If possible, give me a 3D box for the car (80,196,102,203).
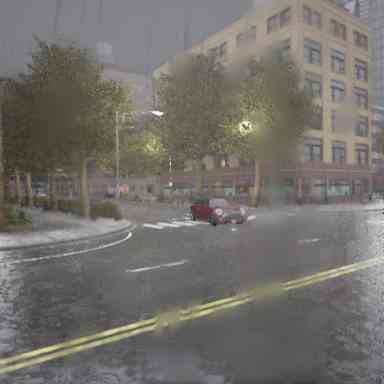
[{"bbox_3d":[-13.304,1.227,43.371,2.128,1.511,4.902,-1,1,-35],"label":"car"}]

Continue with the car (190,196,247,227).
[{"bbox_3d":[1.531,1.096,20.961,2.097,1.767,4.553,-2,1,-23],"label":"car"}]
